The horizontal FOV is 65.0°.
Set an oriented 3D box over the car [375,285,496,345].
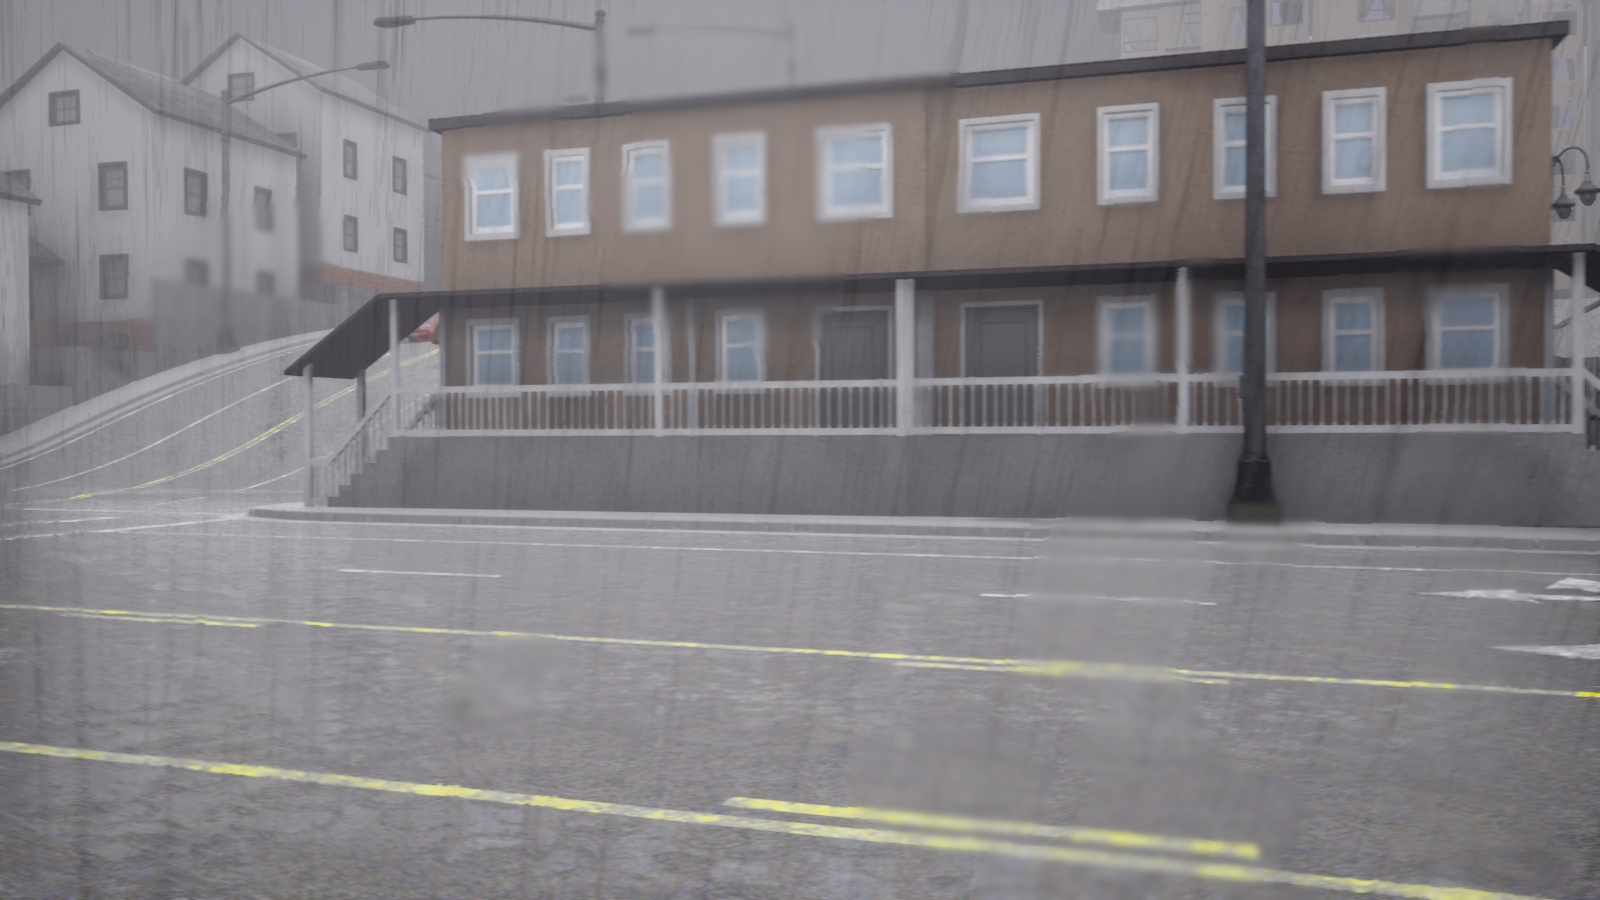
[{"bbox_3d":[-14.341,-5.375,49.693,2.242,1.667,4.611,1,14,18],"label":"car"}]
